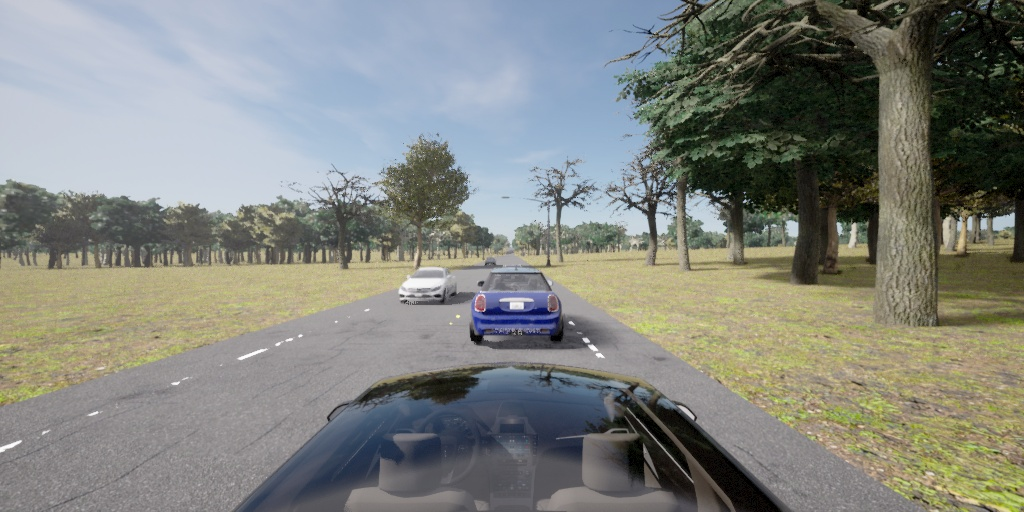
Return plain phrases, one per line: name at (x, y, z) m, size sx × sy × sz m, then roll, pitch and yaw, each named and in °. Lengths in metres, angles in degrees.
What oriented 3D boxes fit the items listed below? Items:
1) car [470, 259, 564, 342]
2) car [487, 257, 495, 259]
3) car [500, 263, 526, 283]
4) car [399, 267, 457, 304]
car at (0.092, 1.083, 9.830) m, size 2.097 × 1.767 × 4.553 m, roll 0°, pitch 0°, yaw 0°
car at (-3.548, 0.945, 60.068) m, size 1.837 × 1.490 × 4.892 m, roll 0°, pitch 1°, yaw 0°
car at (0.080, 1.252, 27.936) m, size 1.895 × 1.301 × 4.718 m, roll 0°, pitch 0°, yaw 0°
car at (-3.612, 1.233, 16.170) m, size 1.812 × 1.442 × 4.674 m, roll 0°, pitch 0°, yaw 0°
